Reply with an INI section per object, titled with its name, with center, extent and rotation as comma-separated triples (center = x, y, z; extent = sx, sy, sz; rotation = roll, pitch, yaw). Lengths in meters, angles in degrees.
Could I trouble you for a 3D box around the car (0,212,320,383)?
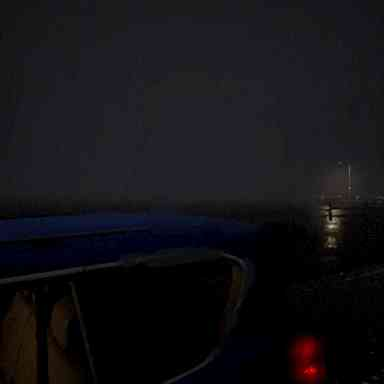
[car]
center = -1.778, 1.211, 1.305
extent = 5.566, 2.045, 2.150
rotation = -1, 1, -36
